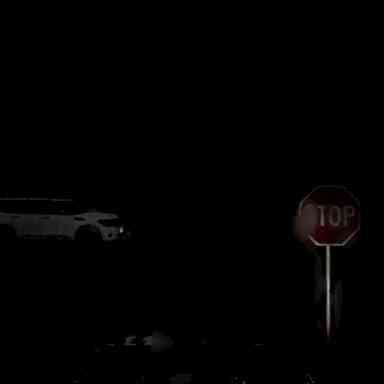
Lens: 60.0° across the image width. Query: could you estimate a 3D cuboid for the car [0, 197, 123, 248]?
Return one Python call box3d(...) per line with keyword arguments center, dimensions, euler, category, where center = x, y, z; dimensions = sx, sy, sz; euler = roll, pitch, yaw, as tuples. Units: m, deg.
box3d(center=(-5.730, 1.234, 13.890), dimensions=(5.566, 2.045, 2.150), euler=(0, -1, 0), category="car")
